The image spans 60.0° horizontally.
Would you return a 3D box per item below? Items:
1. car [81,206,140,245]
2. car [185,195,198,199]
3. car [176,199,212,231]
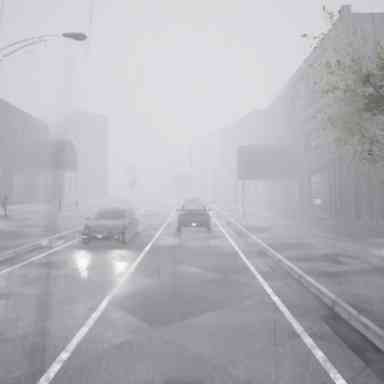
[{"bbox_3d":[-3.593,1.448,15.338,1.837,1.490,4.892,0,0,0],"label":"car"},{"bbox_3d":[-0.048,1.149,37.832,1.837,1.490,4.892,0,1,-2],"label":"car"},{"bbox_3d":[0.104,1.409,19.784,1.837,1.490,4.892,0,1,0],"label":"car"}]
